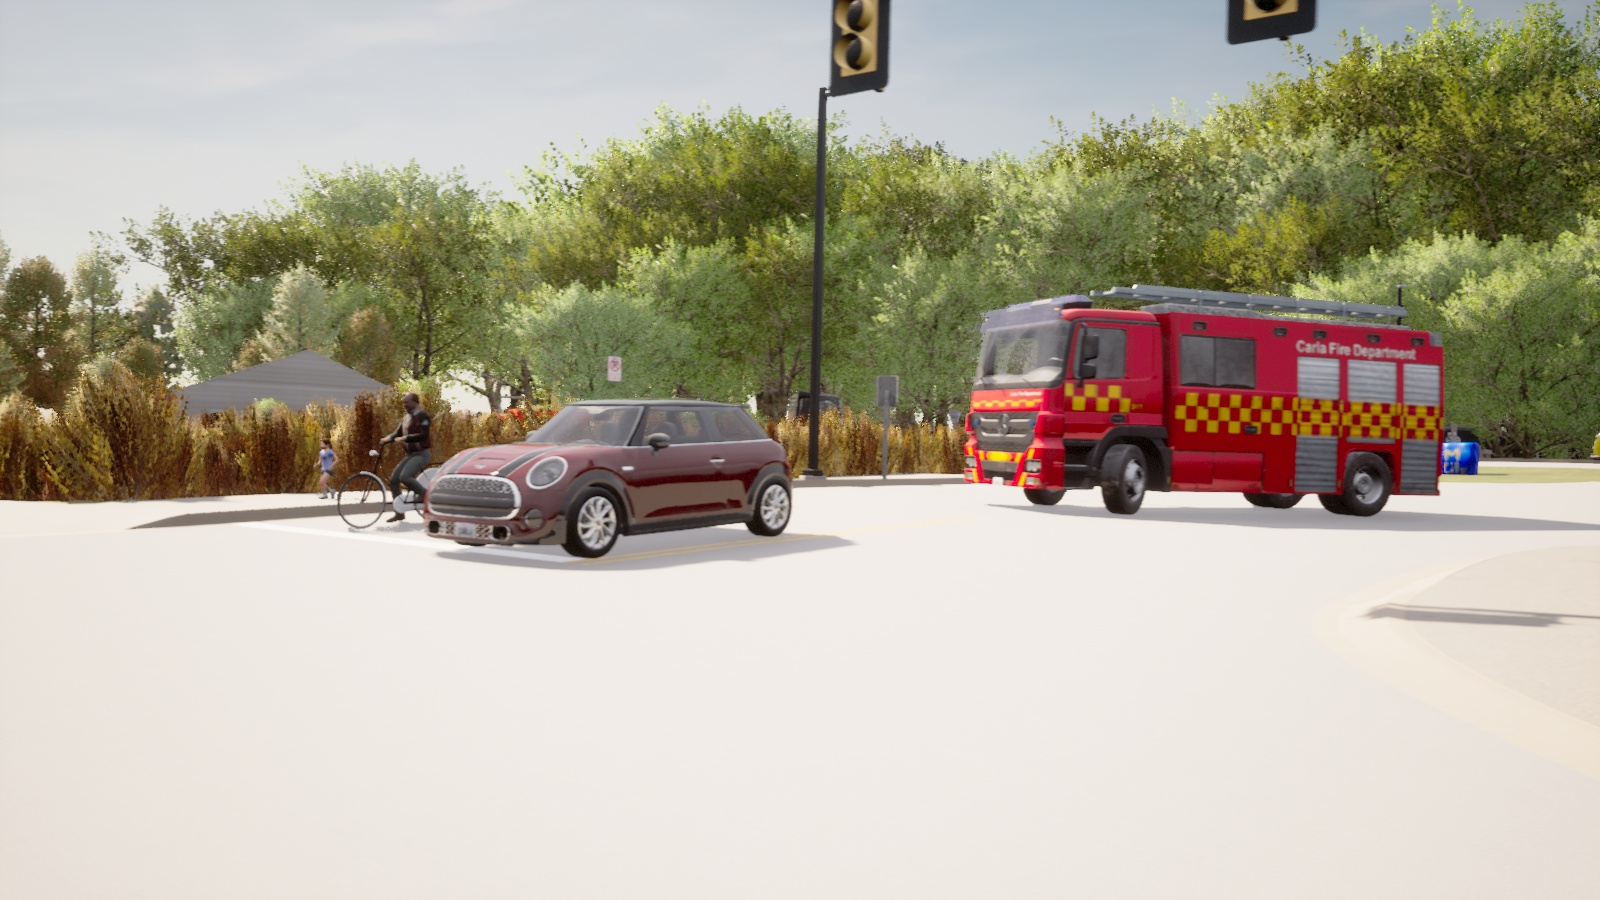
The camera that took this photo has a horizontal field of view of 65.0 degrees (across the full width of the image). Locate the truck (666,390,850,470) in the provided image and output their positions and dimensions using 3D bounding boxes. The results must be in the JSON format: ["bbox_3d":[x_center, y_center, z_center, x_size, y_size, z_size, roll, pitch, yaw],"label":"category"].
[{"bbox_3d":[-1.935,-0.902,56.767,7.936,3.462,2.891,0,1,-12],"label":"truck"}]

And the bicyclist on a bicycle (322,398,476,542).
[{"bbox_3d":[-5.193,0.220,16.363,0.659,1.776,1.843,1,2,36],"label":"bicyclist on a bicycle"}]

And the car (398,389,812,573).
[{"bbox_3d":[-2.045,0.226,14.474,2.097,1.767,4.553,1,2,36],"label":"car"}]

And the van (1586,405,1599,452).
[{"bbox_3d":[35.528,-0.906,52.281,1.775,1.987,4.442,-2,2,-32],"label":"van"}]

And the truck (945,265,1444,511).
[{"bbox_3d":[7.064,-0.950,22.419,8.468,3.827,2.891,0,1,-21],"label":"truck"}]

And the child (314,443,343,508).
[{"bbox_3d":[-8.146,0.442,21.701,0.255,1.110,0.394,1,0,38],"label":"child"}]
